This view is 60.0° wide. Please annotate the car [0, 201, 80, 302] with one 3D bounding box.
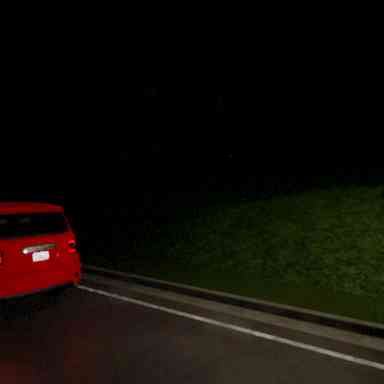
[{"bbox_3d":[-4.848,1.233,7.445,5.566,2.045,2.150,0,0,36],"label":"car"}]
